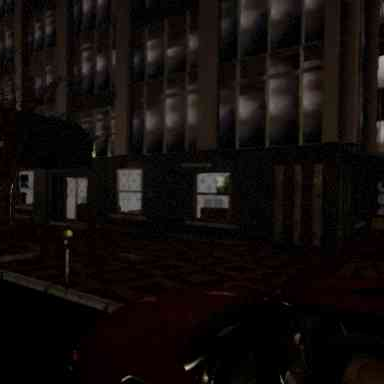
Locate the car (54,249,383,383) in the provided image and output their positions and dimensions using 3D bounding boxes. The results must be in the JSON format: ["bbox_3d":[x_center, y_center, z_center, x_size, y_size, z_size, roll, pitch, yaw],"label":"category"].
[{"bbox_3d":[1.298,1.315,1.976,5.009,1.841,2.192,0,1,36],"label":"car"}]
